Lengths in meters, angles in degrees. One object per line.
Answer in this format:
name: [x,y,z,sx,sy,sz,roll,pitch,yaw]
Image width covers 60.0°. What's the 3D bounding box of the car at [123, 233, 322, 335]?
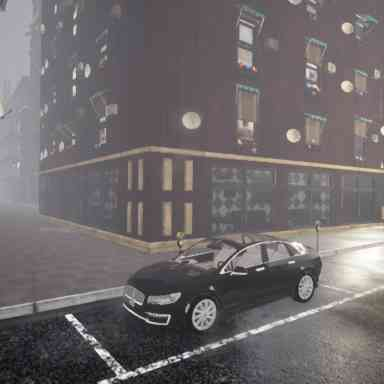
car: [0.810,1.552,6.626,4.403,1.369,2.008,0,1,-35]
